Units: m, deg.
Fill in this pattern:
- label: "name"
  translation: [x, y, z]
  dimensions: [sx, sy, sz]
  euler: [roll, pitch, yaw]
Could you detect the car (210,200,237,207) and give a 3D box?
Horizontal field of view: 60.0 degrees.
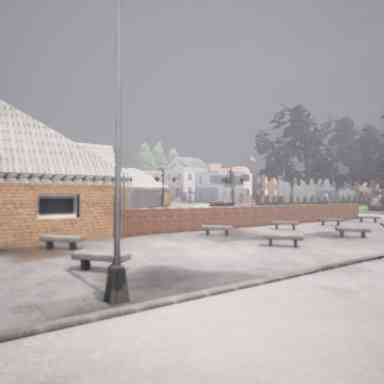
- label: "car"
  translation: [4.961, 1.922, 53.342]
  dimensions: [1.895, 1.301, 4.718]
  euler: [1, 0, -36]
